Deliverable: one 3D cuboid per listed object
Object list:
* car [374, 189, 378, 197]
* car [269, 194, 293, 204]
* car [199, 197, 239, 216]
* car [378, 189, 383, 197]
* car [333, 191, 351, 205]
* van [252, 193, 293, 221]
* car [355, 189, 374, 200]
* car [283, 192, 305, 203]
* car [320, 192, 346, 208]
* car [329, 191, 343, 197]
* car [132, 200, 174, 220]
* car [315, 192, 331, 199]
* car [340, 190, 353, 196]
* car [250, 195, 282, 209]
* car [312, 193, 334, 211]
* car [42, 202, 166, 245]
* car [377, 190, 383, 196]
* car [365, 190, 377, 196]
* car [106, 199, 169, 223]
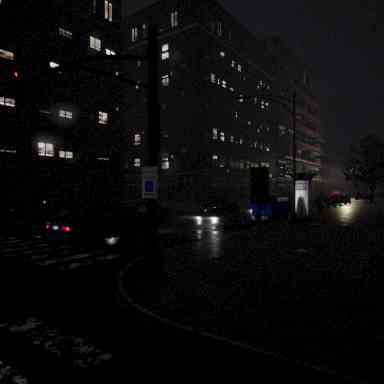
[{"bbox_3d":[31.998,0.590,60.490,1.887,1.381,4.507,1,1,36],"label":"car"},{"bbox_3d":[12.601,0.933,46.885,1.802,1.307,4.206,1,1,36],"label":"car"},{"bbox_3d":[2.418,1.165,28.398,1.812,1.442,4.674,0,1,35],"label":"car"},{"bbox_3d":[41.851,0.356,74.289,1.887,1.381,4.507,1,1,36],"label":"car"},{"bbox_3d":[18.861,0.923,42.091,1.947,1.339,4.313,1,1,36],"label":"car"},{"bbox_3d":[5.724,1.009,23.687,1.690,1.788,3.998,1,1,36],"label":"van"},{"bbox_3d":[28.714,0.564,55.888,1.967,1.590,4.097,1,1,36],"label":"car"},{"bbox_3d":[15.783,0.801,51.341,1.752,1.417,4.829,1,1,36],"label":"car"},{"bbox_3d":[15.576,0.979,37.490,1.887,1.381,4.507,1,1,36],"label":"car"},{"bbox_3d":[32.286,0.428,74.454,1.887,1.381,4.507,1,1,36],"label":"car"},{"bbox_3d":[-3.335,1.323,20.343,2.033,1.411,5.357,0,1,36],"label":"car"},{"bbox_3d":[25.724,0.621,65.265,1.802,1.307,4.206,1,1,36],"label":"car"},{"bbox_3d":[38.848,0.278,83.644,2.008,1.369,4.403,1,1,36],"label":"car"},{"bbox_3d":[8.217,1.066,36.519,1.994,1.385,4.181,0,1,35],"label":"car"},{"bbox_3d":[12.292,1.078,32.891,1.947,1.339,4.313,1,1,36],"label":"car"},{"bbox_3d":[-3.779,1.389,14.814,2.033,1.411,5.357,0,1,36],"label":"car"},{"bbox_3d":[45.135,0.315,78.889,1.802,1.307,4.206,1,1,36],"label":"car"},{"bbox_3d":[44.241,0.216,82.067,1.994,1.385,4.181,0,1,36],"label":"car"},{"bbox_3d":[-3.804,1.283,23.909,1.887,1.381,4.507,1,1,36],"label":"car"}]
